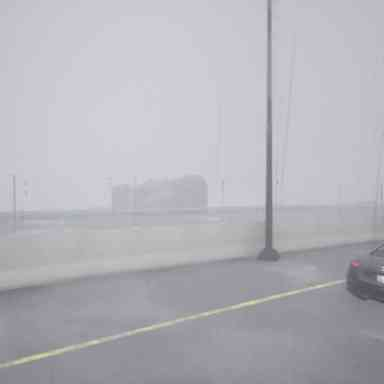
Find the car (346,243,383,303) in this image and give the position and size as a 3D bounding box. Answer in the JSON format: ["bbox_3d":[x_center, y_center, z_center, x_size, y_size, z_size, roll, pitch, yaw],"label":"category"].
[{"bbox_3d":[5.258,1.583,7.138,4.181,1.385,1.994,0,0,-32],"label":"car"}]
